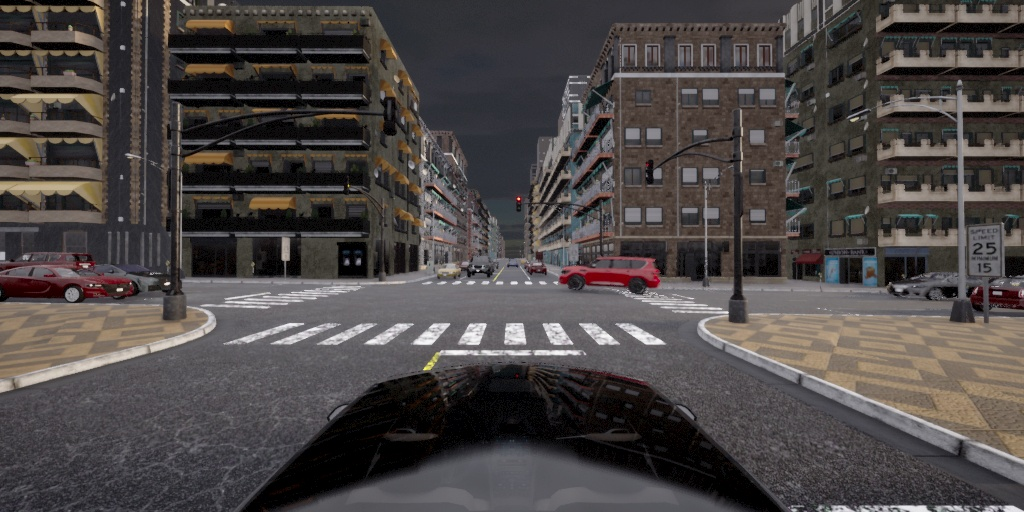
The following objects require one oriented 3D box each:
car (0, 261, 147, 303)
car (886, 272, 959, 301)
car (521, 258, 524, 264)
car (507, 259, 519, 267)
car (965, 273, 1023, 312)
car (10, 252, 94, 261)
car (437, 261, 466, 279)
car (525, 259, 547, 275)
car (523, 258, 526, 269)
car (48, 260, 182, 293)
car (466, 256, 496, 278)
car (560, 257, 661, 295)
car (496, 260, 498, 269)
[{"bbox_3d":[-17.251,1.012,13.684,4.507,1.381,1.888,0,0,0],"label":"car"},{"bbox_3d":[23.765,1.655,19.751,4.902,1.511,2.128,1,-1,0],"label":"car"},{"bbox_3d":[2.743,1.347,54.886,1.802,1.307,4.207,0,0,0],"label":"car"},{"bbox_3d":[0.164,1.333,64.511,1.994,1.385,4.181,0,0,0],"label":"car"},{"bbox_3d":[20.847,1.501,13.968,4.097,1.591,1.967,0,0,0],"label":"car"},{"bbox_3d":[-28.626,0.687,21.989,5.009,1.841,2.192,0,0,0],"label":"car"},{"bbox_3d":[-5.659,1.283,32.645,1.751,1.417,4.829,0,0,0],"label":"car"},{"bbox_3d":[2.727,1.304,38.316,1.888,1.381,4.507,0,0,0],"label":"car"},{"bbox_3d":[2.733,1.201,43.840,1.967,1.591,4.097,0,0,0],"label":"car"},{"bbox_3d":[-17.663,1.049,16.275,4.181,1.385,1.994,1,-1,-1],"label":"car"},{"bbox_3d":[-3.067,0.980,35.221,2.150,2.045,5.566,0,0,0],"label":"car"},{"bbox_3d":[5.592,1.039,20.708,5.566,2.045,2.150,2,1,15],"label":"car"},{"bbox_3d":[-3.056,1.266,45.260,1.837,1.490,4.892,0,0,0],"label":"car"}]
